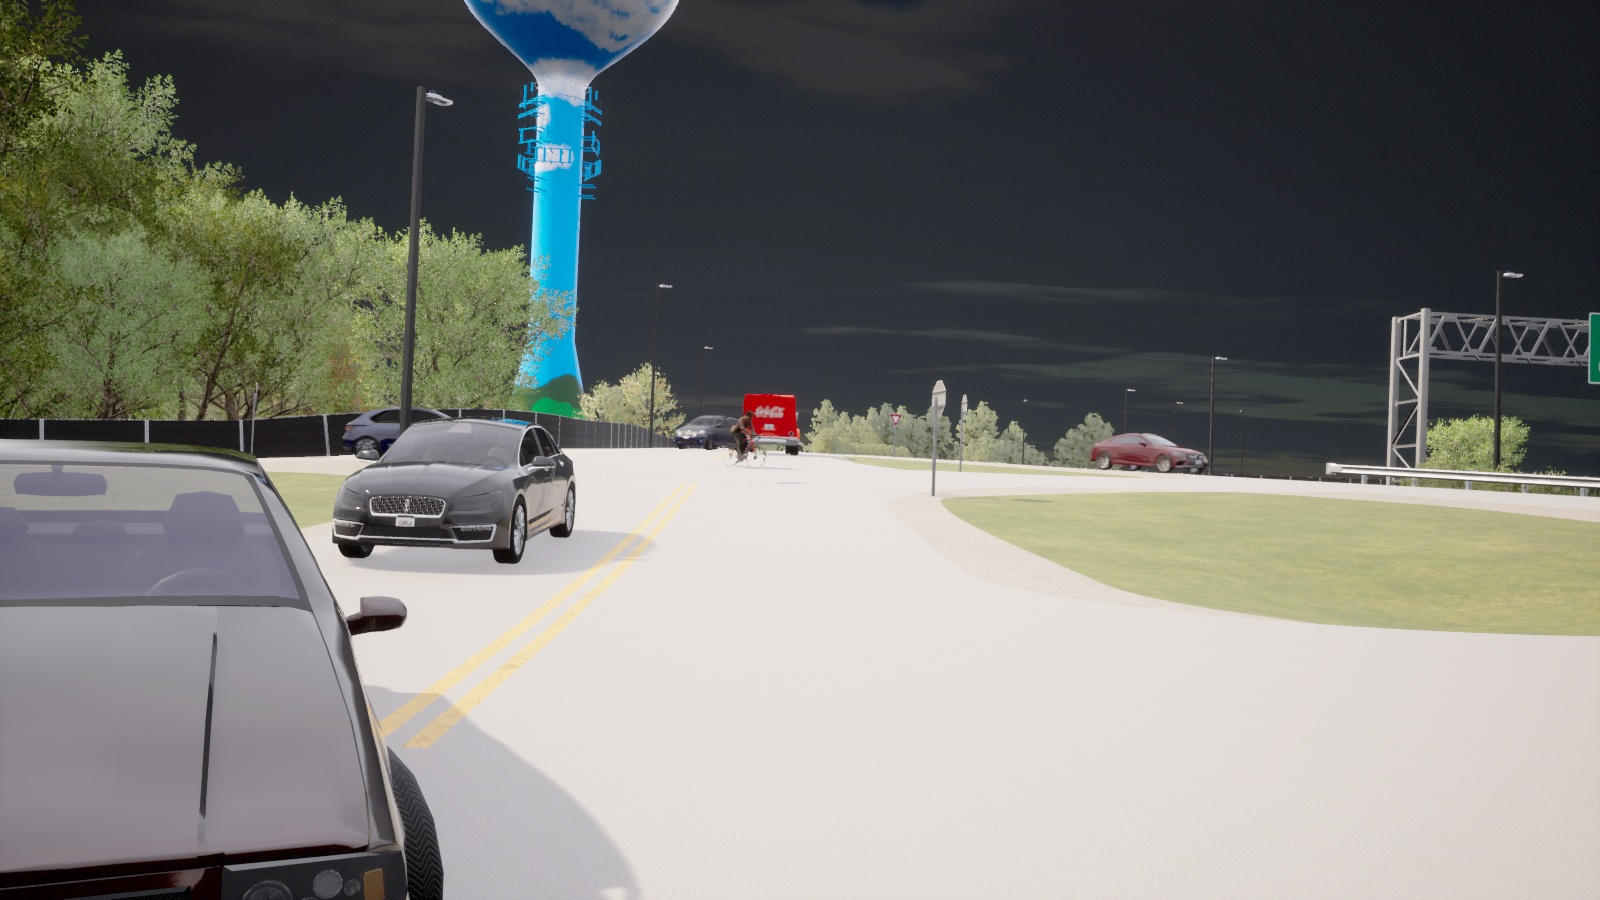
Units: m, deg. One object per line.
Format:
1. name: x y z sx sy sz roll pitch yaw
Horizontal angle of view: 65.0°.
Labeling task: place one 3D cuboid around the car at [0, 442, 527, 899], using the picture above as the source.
1. car: -2.552 0.719 4.461 2.033 1.411 5.357 1 1 -24

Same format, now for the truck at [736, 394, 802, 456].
1. truck: -1.300 -1.048 53.471 2.627 2.467 5.204 1 1 -1

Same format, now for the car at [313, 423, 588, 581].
1. car: -3.827 0.455 14.714 1.837 1.490 4.892 1 2 0

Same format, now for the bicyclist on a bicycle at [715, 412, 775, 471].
1. bicyclist on a bicycle: -1.568 -0.249 35.457 1.656 1.620 0.582 3 0 40

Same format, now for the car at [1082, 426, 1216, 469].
1. car: 12.867 -0.115 46.526 1.812 1.442 4.674 2 0 -34

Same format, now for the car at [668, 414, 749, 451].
1. car: -4.157 -0.760 57.522 1.851 1.617 3.988 1 0 27

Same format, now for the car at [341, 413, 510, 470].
1. car: -10.126 -0.245 34.248 4.193 1.474 1.816 -1 0 -10
